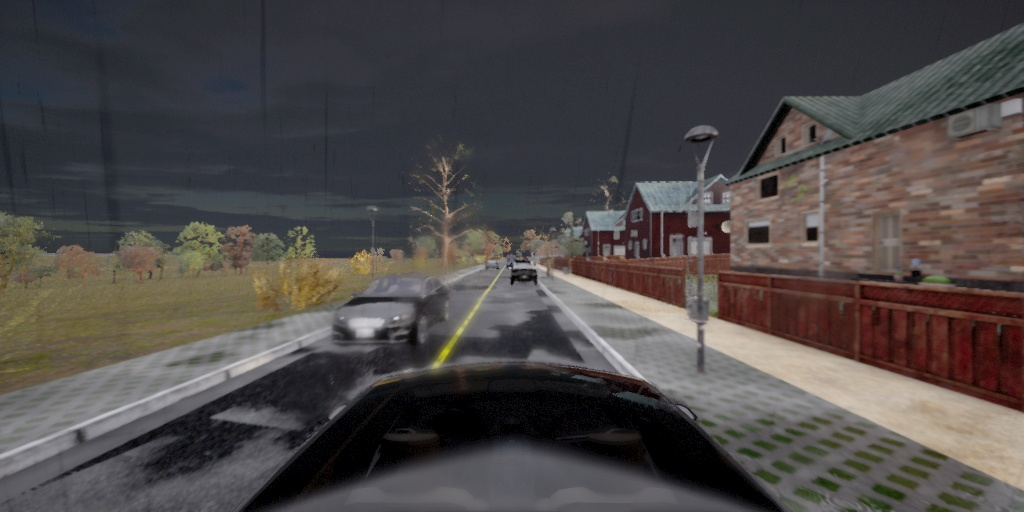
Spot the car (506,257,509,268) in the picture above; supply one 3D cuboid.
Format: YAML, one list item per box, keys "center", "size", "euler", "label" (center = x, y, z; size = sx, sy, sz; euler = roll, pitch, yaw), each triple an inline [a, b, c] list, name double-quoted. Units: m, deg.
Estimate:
- center: [-0.001, 1.314, 60.890]
  size: [1.994, 1.385, 4.181]
  euler: [0, 0, 0]
  label: "car"

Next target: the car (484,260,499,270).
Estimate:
- center: [-2.821, 1.271, 51.189]
  size: [1.812, 1.442, 4.674]
  euler: [0, 0, 0]
  label: "car"

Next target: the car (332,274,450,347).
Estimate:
- center: [-2.849, 1.238, 9.410]
  size: [2.128, 1.511, 4.902]
  euler: [0, 0, 0]
  label: "car"

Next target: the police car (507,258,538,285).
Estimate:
- center: [0.824, 1.167, 26.199]
  size: [1.930, 1.638, 5.238]
  euler: [0, 0, 0]
  label: "police car"
